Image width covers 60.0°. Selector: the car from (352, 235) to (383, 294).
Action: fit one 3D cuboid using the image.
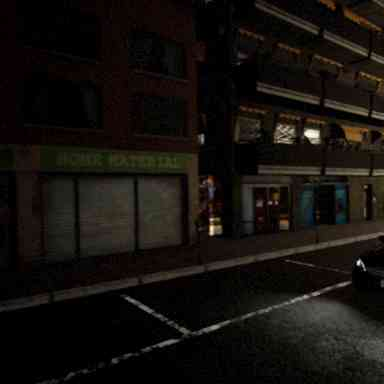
[{"bbox_3d":[5.466,1.407,7.436,4.674,1.442,1.812,-1,0,-36],"label":"car"}]
